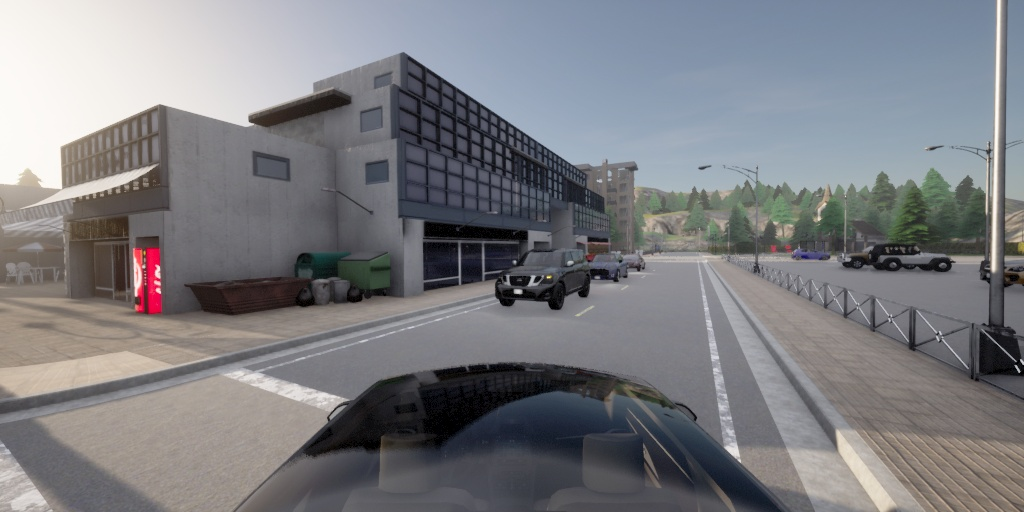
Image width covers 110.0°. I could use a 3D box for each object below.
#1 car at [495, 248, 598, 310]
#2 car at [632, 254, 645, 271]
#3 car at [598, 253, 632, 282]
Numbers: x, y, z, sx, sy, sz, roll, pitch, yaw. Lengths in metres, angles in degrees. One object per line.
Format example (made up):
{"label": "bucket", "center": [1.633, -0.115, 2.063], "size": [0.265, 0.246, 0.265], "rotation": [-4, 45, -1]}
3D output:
{"label": "car", "center": [1.447, 0.720, 13.872], "size": [2.150, 2.045, 5.566], "rotation": [0, 1, 27]}
{"label": "car", "center": [10.603, 0.535, 31.731], "size": [1.812, 1.442, 4.674], "rotation": [0, 1, 27]}
{"label": "car", "center": [5.932, 0.610, 22.627], "size": [2.097, 1.767, 4.553], "rotation": [0, 1, 27]}
